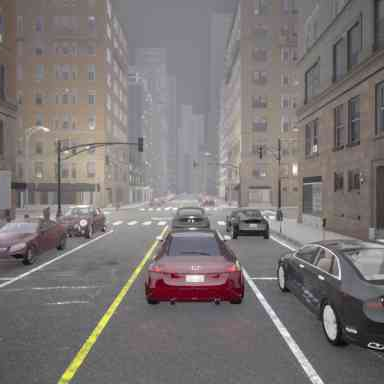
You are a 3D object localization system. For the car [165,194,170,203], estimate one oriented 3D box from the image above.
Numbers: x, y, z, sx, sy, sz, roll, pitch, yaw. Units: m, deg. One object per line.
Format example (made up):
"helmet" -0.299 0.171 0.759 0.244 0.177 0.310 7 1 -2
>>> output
"car" -5.958 1.607 65.014 2.008 1.369 4.403 0 0 0

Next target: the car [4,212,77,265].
"car" -5.728 1.582 11.594 1.802 1.307 4.206 0 0 0

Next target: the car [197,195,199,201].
"car" 2.567 1.607 65.048 2.008 1.369 4.403 0 0 0

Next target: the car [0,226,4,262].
"car" -5.698 1.566 6.092 1.947 1.339 4.313 0 0 0

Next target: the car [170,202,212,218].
"car" -0.051 1.506 17.048 1.837 1.490 4.892 0 0 0

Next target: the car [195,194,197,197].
"car" 2.489 1.561 86.684 1.967 1.590 4.097 0 0 0

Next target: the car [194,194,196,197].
"car" 2.470 1.457 92.093 2.192 1.841 5.009 0 0 0

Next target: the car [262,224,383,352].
"car" 2.827 1.551 6.138 2.008 1.369 4.403 0 0 0

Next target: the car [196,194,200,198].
"car" 2.528 1.524 75.866 1.967 1.590 4.097 0 0 0

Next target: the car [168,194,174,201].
"car" -6.015 1.626 81.070 1.752 1.417 4.829 0 0 0

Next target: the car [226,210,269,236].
"car" 2.768 1.567 17.140 1.947 1.339 4.313 0 0 0

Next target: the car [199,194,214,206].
"car" 2.604 1.476 54.230 1.967 1.590 4.097 0 0 0

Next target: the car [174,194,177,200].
"car" -6.055 1.457 92.058 2.192 1.841 5.009 0 0 0

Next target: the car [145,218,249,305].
"car" 0.040 1.564 8.135 1.994 1.385 4.181 0 0 -1

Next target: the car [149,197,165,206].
"car" -5.920 1.618 54.198 1.802 1.307 4.206 0 0 0

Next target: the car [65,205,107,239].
"car" -5.757 1.441 17.095 1.967 1.590 4.097 0 0 0
